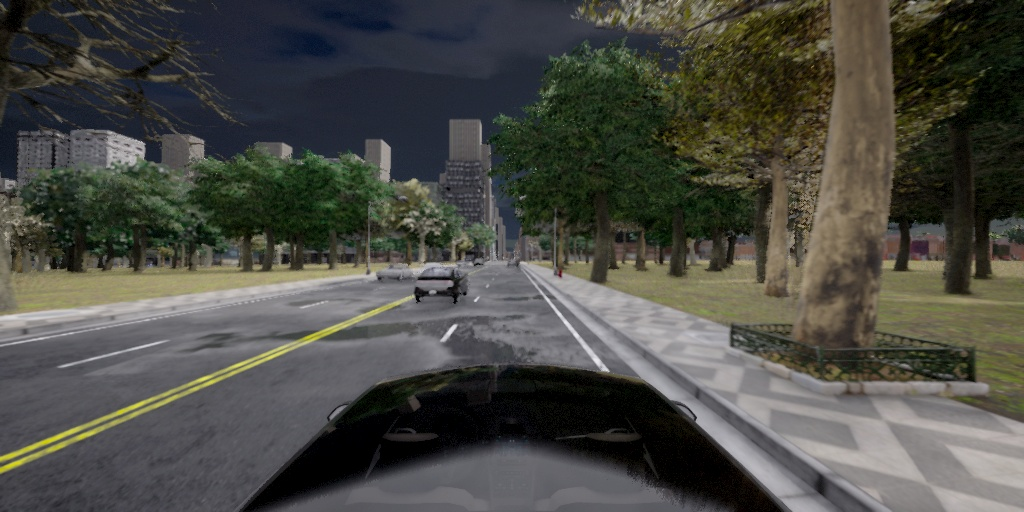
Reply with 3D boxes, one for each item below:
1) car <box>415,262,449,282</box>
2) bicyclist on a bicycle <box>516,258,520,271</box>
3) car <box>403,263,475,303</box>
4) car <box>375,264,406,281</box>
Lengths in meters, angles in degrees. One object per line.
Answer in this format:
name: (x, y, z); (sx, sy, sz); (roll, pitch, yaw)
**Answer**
car: (-6.588, 1.292, 29.923); (1.812, 1.442, 4.674); (0, 0, 0)
bicyclist on a bicycle: (0.893, 1.279, 48.810); (0.582, 1.620, 1.656); (0, -1, 0)
car: (-3.151, 1.243, 16.673); (2.128, 1.511, 4.902); (0, 0, 0)
car: (-9.847, 1.368, 30.347); (1.895, 1.301, 4.718); (0, 0, 0)
